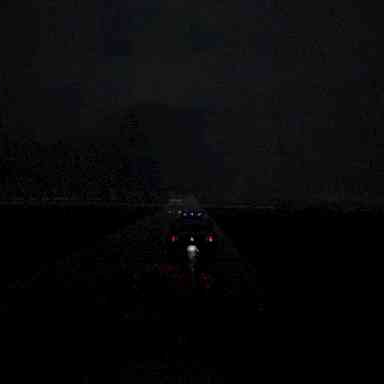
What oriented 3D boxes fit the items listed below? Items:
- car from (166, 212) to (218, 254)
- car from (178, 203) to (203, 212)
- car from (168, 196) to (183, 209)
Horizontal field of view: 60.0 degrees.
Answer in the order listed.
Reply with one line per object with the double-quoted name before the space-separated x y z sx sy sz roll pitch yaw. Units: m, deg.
"car" 0.009 1.724 14.090 1.895 1.301 4.718 0 0 0
"car" 0.017 1.851 29.089 1.895 1.301 4.718 0 0 0
"car" -2.722 1.659 55.702 2.150 2.045 5.566 0 -1 0
